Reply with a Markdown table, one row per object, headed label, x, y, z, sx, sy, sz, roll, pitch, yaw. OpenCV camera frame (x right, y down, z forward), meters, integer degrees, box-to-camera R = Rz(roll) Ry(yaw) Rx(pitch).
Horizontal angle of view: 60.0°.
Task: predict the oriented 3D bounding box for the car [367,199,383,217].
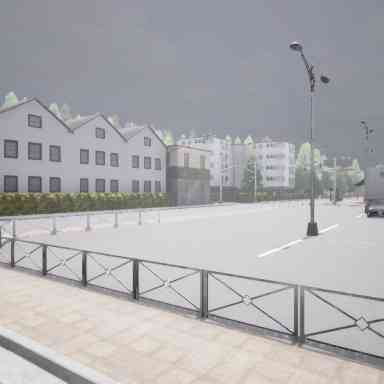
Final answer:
| label | x | y | z | sx | sy | sz | roll | pitch | yaw |
| --- | --- | --- | --- | --- | --- | --- | --- | --- | --- |
| car | 15.406 | 1.298 | 26.817 | 2.007 | 1.523 | 4.514 | 0 | 0 | 35 |
